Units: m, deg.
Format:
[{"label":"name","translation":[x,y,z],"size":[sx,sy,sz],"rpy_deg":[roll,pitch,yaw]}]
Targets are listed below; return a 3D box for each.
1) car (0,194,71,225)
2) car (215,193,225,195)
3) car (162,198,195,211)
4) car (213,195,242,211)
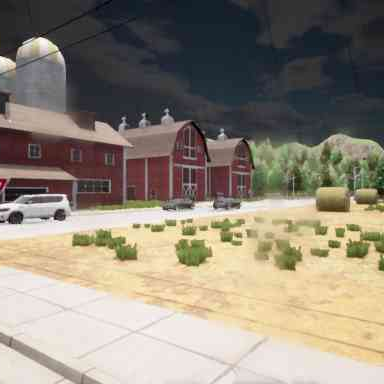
[{"label":"car","translation":[-11.587,1.190,24.245],"size":[2.150,2.045,5.566],"rpy_deg":[0,0,35]},{"label":"car","translation":[4.744,1.114,54.882],"size":[1.905,1.878,3.866],"rpy_deg":[6,1,-8]},{"label":"car","translation":[-1.512,1.474,38.719],"size":[1.837,1.490,4.892],"rpy_deg":[0,0,35]},{"label":"car","translation":[4.427,1.462,40.816],"size":[2.128,1.511,4.902],"rpy_deg":[0,0,35]}]
